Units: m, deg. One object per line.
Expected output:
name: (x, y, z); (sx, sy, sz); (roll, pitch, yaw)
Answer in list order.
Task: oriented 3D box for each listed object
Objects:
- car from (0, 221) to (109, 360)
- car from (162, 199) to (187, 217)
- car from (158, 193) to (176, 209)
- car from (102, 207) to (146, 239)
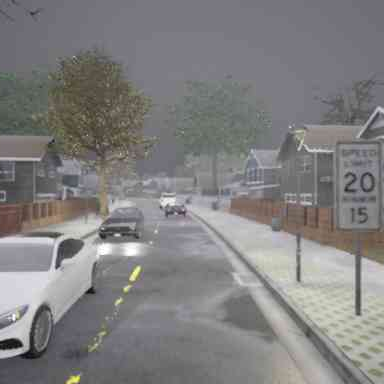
car: (-2.995, 1.519, 6.100); (1.812, 1.442, 4.674); (0, 0, -2)
car: (-1.575, 1.560, 30.658); (1.895, 1.301, 4.718); (0, 0, -5)
car: (-3.216, 1.174, 44.230); (2.150, 2.045, 5.566); (0, 0, -8)
car: (-3.453, 1.524, 17.377); (2.033, 1.411, 5.357); (0, 0, -4)
